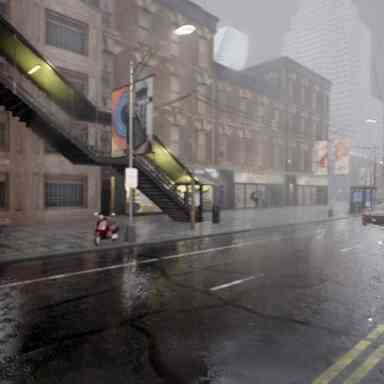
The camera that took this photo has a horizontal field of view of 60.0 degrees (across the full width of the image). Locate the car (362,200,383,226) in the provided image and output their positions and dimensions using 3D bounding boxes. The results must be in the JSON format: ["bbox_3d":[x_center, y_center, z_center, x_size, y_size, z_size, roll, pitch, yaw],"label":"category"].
[{"bbox_3d":[13.215,1.517,22.582,5.008,1.535,1.882,0,0,-44],"label":"car"}]

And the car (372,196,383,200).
[{"bbox_3d":[44.726,1.653,79.247,2.002,1.452,4.674,0,0,-25],"label":"car"}]
